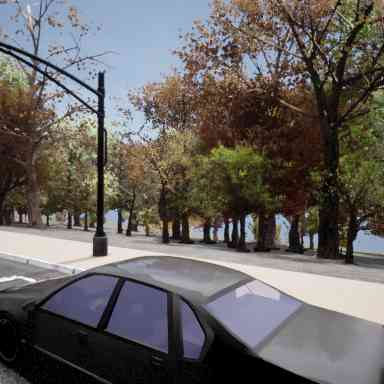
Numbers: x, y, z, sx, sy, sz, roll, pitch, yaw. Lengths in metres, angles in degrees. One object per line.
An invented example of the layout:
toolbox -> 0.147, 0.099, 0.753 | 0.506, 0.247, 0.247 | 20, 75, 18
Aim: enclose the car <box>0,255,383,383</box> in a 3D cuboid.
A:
car -> -0.528, 1.547, 4.055 | 5.357, 1.411, 2.033 | 0, 0, 35
